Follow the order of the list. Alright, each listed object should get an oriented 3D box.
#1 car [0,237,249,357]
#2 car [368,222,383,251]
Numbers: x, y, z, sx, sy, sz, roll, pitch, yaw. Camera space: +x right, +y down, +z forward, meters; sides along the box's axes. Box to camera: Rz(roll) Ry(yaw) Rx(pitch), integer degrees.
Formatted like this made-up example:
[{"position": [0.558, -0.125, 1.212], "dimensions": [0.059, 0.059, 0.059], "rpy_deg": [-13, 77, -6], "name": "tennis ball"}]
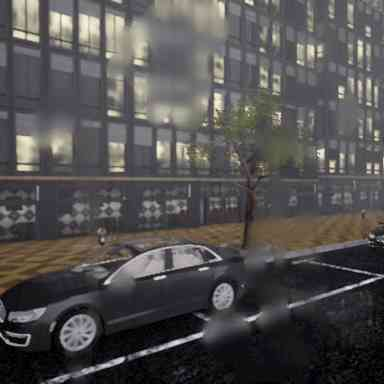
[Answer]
[{"position": [-0.918, 1.537, 5.912], "dimensions": [4.403, 1.369, 2.008], "rpy_deg": [0, 0, -35], "name": "car"}, {"position": [8.338, 1.475, 12.509], "dimensions": [4.403, 1.369, 2.008], "rpy_deg": [0, 0, -35], "name": "car"}]
